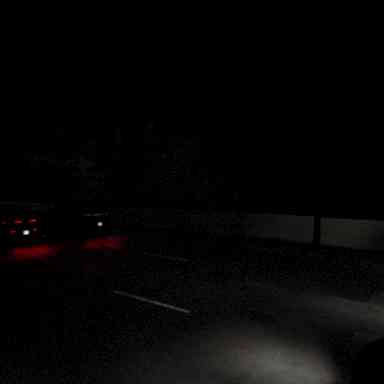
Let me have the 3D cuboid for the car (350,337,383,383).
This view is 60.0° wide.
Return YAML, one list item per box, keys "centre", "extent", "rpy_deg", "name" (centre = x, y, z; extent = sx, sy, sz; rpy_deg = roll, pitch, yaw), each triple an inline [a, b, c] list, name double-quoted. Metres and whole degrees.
- centre: [3.394, 1.538, 1.570]
  extent: [4.892, 1.490, 1.837]
  rpy_deg: [1, 0, 36]
  name: "car"

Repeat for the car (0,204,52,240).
- centre: [-8.374, 1.281, 14.266]
  extent: [4.892, 1.490, 1.837]
  rpy_deg: [1, 0, 36]
  name: "car"

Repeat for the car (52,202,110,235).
- centre: [-6.307, 1.269, 17.091]
  extent: [4.902, 1.511, 2.128]
  rpy_deg: [1, 0, 36]
  name: "car"
